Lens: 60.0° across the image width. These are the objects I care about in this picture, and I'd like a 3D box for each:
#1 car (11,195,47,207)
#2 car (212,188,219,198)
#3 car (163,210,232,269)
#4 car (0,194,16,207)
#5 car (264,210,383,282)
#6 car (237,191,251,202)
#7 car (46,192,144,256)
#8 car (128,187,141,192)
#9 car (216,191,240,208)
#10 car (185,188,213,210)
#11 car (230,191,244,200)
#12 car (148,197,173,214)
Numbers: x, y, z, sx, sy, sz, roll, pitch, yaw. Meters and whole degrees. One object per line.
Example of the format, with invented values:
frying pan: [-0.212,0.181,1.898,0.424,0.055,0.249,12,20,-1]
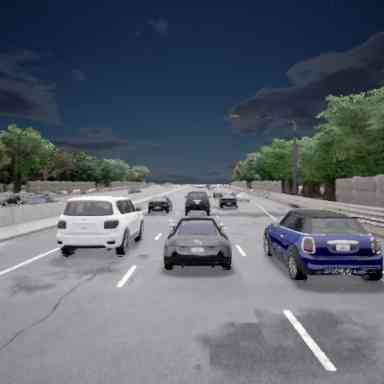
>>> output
car: [-13.685,1.267,30.153,2.033,1.411,5.357,0,1,1]
car: [5.016,0.468,65.337,1.812,1.442,4.674,0,2,2]
car: [0.174,1.523,11.011,1.994,1.385,4.181,0,0,1]
car: [-23.140,1.029,41.305,2.128,1.511,4.902,0,1,-1]
car: [3.553,1.309,9.888,2.097,1.767,4.553,0,0,1]
car: [7.967,0.806,52.132,1.812,1.442,4.674,0,1,4]
car: [-3.309,1.164,12.992,2.150,2.045,5.566,0,1,1]
car: [-12.298,0.008,71.443,2.150,2.045,5.566,0,2,2]
car: [4.183,1.034,39.132,1.882,1.535,5.008,0,1,2]
car: [0.515,0.937,29.979,2.150,2.045,5.566,0,1,2]
car: [8.417,0.574,62.159,2.033,1.411,5.357,0,2,2]
car: [-2.941,1.171,31.507,1.882,1.535,5.008,0,1,2]
